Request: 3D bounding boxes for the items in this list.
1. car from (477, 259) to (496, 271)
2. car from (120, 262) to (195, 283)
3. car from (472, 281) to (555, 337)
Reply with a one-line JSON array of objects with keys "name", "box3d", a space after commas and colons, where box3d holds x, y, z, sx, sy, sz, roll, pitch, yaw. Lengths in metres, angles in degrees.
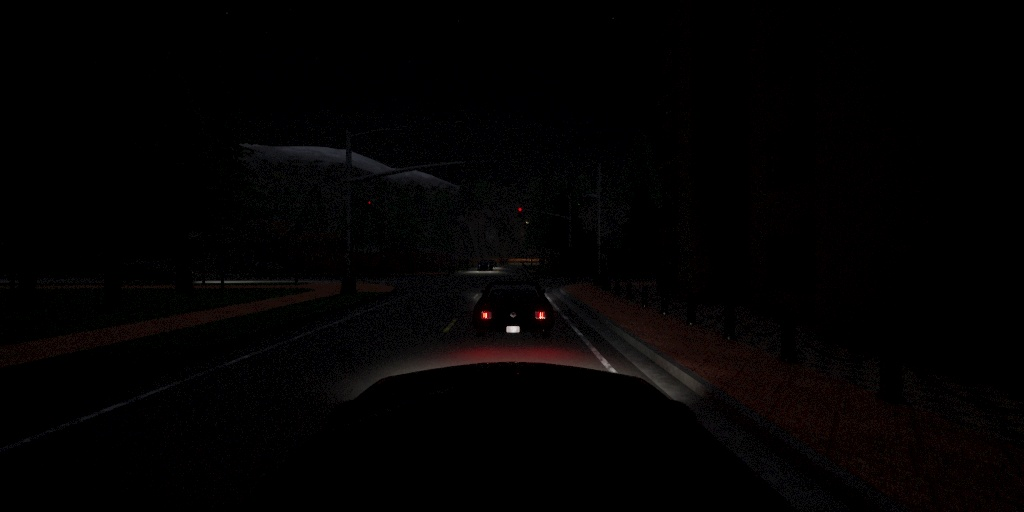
[{"name": "car", "box3d": [-3.691, 1.225, 49.830, 1.882, 1.535, 5.008, 0, 0, 0]}, {"name": "car", "box3d": [-26.691, 1.226, 26.871, 4.902, 1.511, 2.128, 0, 0, -1]}, {"name": "car", "box3d": [0.042, 1.350, 10.230, 1.895, 1.301, 4.718, 0, 0, 0]}]
